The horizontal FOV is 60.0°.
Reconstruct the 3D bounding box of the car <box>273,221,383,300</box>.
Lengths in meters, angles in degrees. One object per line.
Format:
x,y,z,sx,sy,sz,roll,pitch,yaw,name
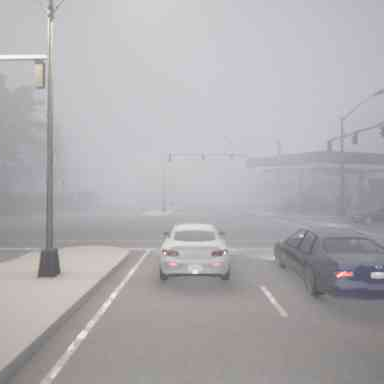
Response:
3.579,1.653,8.801,2.033,1.411,5.357,0,-1,1,car

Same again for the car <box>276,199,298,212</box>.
13.115,1.842,46.189,2.242,1.667,4.611,0,-1,0,car

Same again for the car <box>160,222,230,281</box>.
0.073,1.647,10.109,1.812,1.442,4.674,0,-1,0,car

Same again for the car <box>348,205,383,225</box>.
14.805,1.813,26.045,4.892,1.490,1.837,0,-1,-1,car

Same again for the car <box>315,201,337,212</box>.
18.858,2.011,46.961,1.970,1.475,3.806,0,-1,0,car

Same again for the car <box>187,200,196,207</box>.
-0.146,2.371,71.233,1.812,1.442,4.674,0,-1,0,car
